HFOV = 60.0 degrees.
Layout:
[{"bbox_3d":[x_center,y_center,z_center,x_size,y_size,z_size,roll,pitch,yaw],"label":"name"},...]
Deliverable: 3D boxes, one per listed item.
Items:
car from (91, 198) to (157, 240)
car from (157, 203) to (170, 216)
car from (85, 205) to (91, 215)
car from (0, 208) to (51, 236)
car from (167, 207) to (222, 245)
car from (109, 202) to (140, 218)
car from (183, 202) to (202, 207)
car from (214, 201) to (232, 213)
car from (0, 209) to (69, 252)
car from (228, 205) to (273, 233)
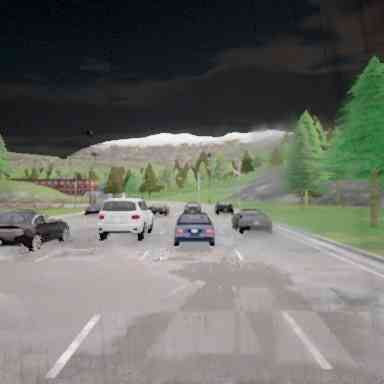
[{"bbox_3d":[-3.396,1.349,17.849,2.150,2.045,5.566,0,-1,0],"label":"car"},{"bbox_3d":[-3.408,1.855,35.341,1.895,1.301,4.718,0,0,0],"label":"car"},{"bbox_3d":[-10.410,1.832,37.029,1.994,1.385,4.181,0,0,0],"label":"car"},{"bbox_3d":[-10.393,1.709,20.118,1.994,1.385,4.181,0,-1,0],"label":"car"},{"bbox_3d":[0.105,1.664,16.077,2.033,1.411,5.357,0,0,0],"label":"car"},{"bbox_3d":[-6.909,1.797,34.623,2.033,1.411,5.357,0,0,0],"label":"car"},{"bbox_3d":[0.086,1.774,34.493,1.812,1.442,4.674,0,0,0],"label":"car"},{"bbox_3d":[3.591,1.750,37.933,1.882,1.535,5.008,0,0,0],"label":"car"},{"bbox_3d":[-6.896,1.597,14.261,2.128,1.511,4.902,0,0,0],"label":"car"},{"bbox_3d":[3.605,1.712,20.551,1.994,1.385,4.181,0,0,0],"label":"car"}]
